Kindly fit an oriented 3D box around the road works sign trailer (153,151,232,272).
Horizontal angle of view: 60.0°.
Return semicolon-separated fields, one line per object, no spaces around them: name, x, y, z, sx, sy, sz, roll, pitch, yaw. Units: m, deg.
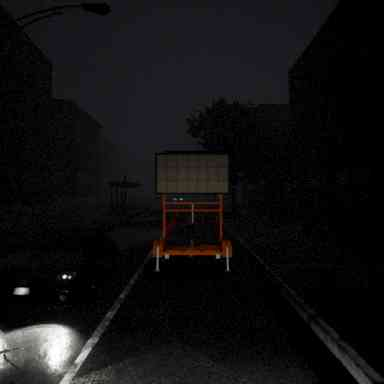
road works sign trailer;0.019;0.470;10.834;2.380;3.560;2.880;0;0;0

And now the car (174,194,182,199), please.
car;-3.363;0.935;81.037;1.812;1.442;4.674;0;0;0

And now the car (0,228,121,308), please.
car;-3.012;1.568;7.875;1.994;1.385;4.181;0;0;0
